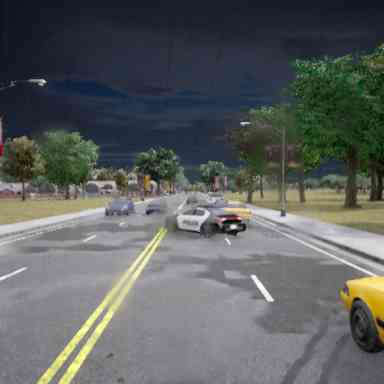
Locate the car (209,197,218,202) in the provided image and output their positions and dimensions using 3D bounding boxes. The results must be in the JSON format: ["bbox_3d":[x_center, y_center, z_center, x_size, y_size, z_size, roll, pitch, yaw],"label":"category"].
[{"bbox_3d":[3.238,1.512,35.918,1.994,1.385,4.181,0,0,0],"label":"car"}]

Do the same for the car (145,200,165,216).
[{"bbox_3d":[-3.361,1.499,32.689,2.033,1.411,5.357,0,0,0],"label":"car"}]

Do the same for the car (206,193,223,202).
[{"bbox_3d":[3.234,1.157,46.949,2.150,2.045,5.566,0,0,0],"label":"car"}]

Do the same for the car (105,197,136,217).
[{"bbox_3d":[-6.609,1.306,30.965,2.097,1.767,4.553,0,0,0],"label":"car"}]

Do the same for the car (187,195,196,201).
[{"bbox_3d":[-0.028,1.417,78.108,2.033,1.411,5.357,0,0,0],"label":"car"}]

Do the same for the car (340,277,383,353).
[{"bbox_3d":[3.249,1.451,3.102,1.801,1.575,5.366,0,0,0],"label":"car"}]

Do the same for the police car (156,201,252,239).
[{"bbox_3d":[0.441,1.474,17.523,2.038,1.542,4.974,0,0,-39],"label":"police car"}]

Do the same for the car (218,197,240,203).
[{"bbox_3d":[3.241,1.418,25.105,1.801,1.575,5.366,0,0,0],"label":"car"}]

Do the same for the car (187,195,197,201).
[{"bbox_3d":[0.023,1.413,59.684,2.128,1.511,4.902,0,0,0],"label":"car"}]
